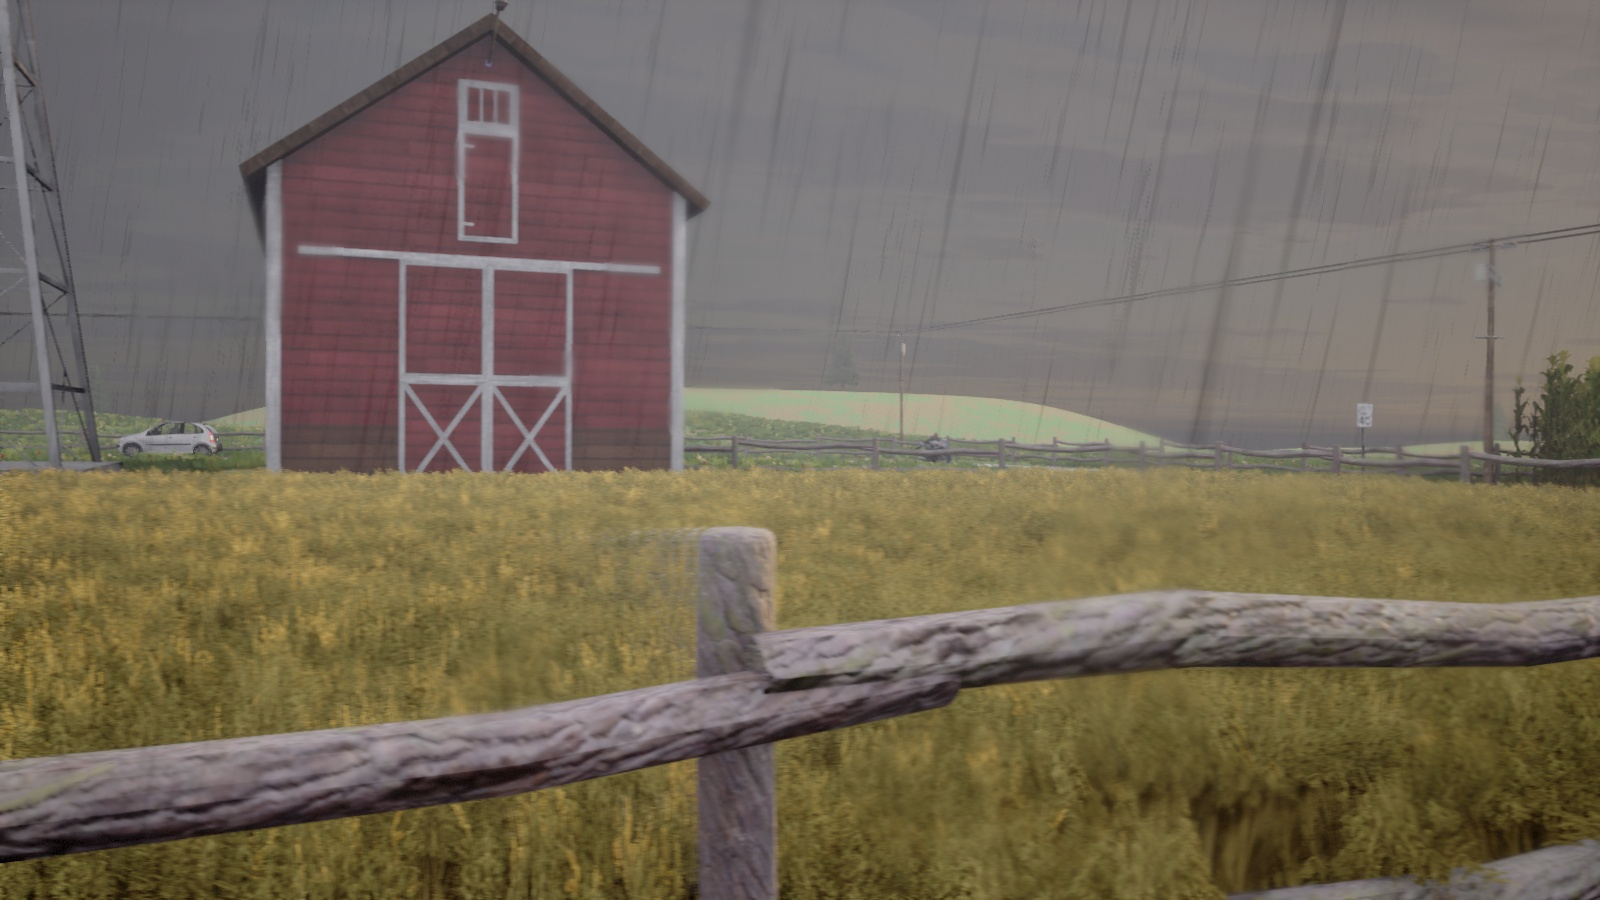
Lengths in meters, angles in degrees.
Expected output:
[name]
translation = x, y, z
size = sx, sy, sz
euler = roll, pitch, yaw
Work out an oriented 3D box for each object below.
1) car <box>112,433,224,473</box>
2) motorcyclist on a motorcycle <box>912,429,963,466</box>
[car]
translation = -27.016, 0.113, 53.804
size = 3.988, 1.617, 1.851
euler = -1, 1, -15
[motorcyclist on a motorcycle]
translation = 6.032, -0.130, 55.144
size = 0.866, 1.530, 2.191
euler = -5, 3, -37
